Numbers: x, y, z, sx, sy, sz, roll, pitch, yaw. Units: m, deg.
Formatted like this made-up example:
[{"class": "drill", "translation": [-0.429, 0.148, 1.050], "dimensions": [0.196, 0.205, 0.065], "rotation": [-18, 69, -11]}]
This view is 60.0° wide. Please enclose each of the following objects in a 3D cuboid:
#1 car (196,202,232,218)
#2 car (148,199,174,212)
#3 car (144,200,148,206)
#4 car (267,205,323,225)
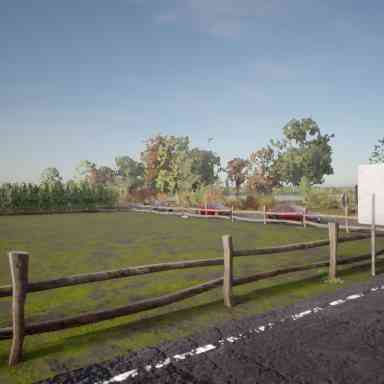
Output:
[{"class": "car", "translation": [2.330, 1.849, 35.028], "dimensions": [1.882, 1.535, 5.008], "rotation": [-1, 0, -34]}, {"class": "car", "translation": [-4.059, 2.096, 45.500], "dimensions": [1.994, 1.385, 4.181], "rotation": [-1, 0, -26]}, {"class": "car", "translation": [-8.643, 2.255, 67.409], "dimensions": [2.128, 1.511, 4.902], "rotation": [0, 0, -19]}, {"class": "car", "translation": [8.107, 1.756, 26.634], "dimensions": [1.812, 1.442, 4.674], "rotation": [-1, 0, -35]}]
